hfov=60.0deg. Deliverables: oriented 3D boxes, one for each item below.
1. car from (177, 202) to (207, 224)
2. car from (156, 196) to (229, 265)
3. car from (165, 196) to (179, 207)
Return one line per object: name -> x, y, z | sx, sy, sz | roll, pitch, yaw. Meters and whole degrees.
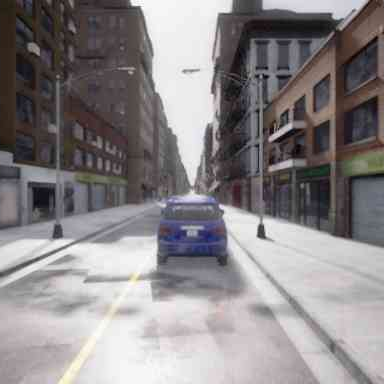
car -> 0.025, 1.534, 25.833 | 2.033, 1.411, 5.357 | 0, 0, 1
car -> 0.033, 1.218, 11.814 | 2.150, 2.045, 5.566 | 0, 0, 1
car -> -3.078, 1.460, 51.424 | 1.837, 1.490, 4.892 | 0, 0, 0
